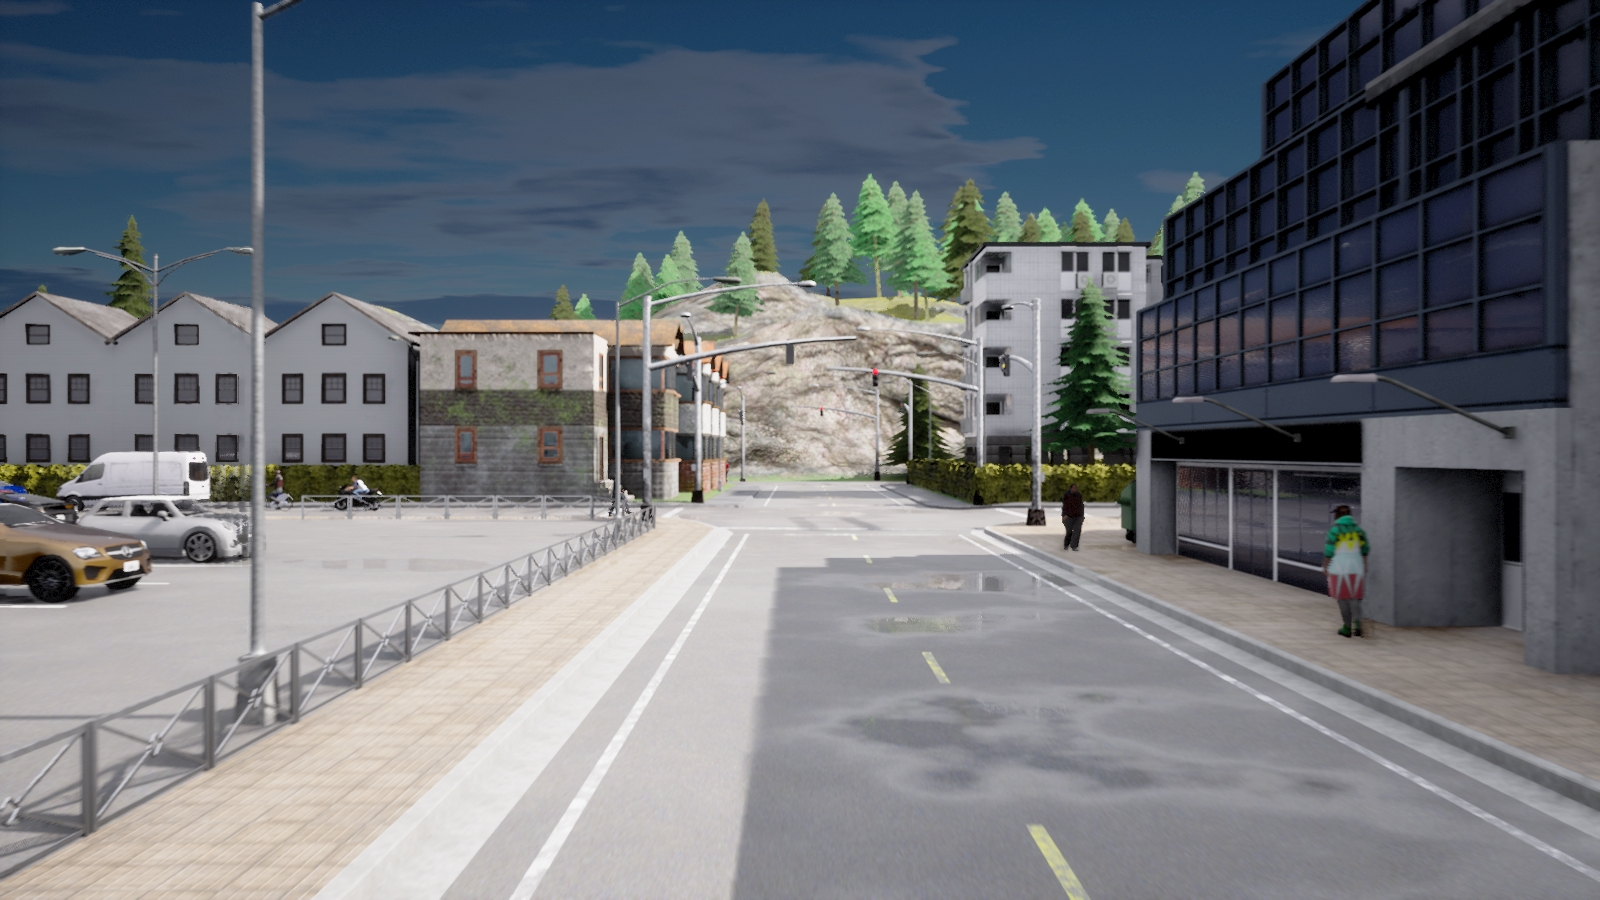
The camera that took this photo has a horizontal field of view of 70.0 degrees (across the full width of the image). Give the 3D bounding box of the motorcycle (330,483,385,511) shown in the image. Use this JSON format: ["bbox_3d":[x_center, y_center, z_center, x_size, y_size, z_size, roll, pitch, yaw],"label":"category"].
[{"bbox_3d":[-18.947,2.018,48.911,2.033,1.145,0.803,0,0,0],"label":"motorcycle"}]

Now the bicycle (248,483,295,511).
[{"bbox_3d":[-22.639,2.016,48.966,1.835,1.171,0.329,0,0,0],"label":"bicycle"}]

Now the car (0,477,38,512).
[{"bbox_3d":[-35.670,1.887,48.953,4.674,1.442,2.002,0,0,0],"label":"car"}]

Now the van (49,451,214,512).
[{"bbox_3d":[-28.567,1.340,48.920,5.915,2.561,1.988,0,0,0],"label":"van"}]

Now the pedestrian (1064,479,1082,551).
[{"bbox_3d":[7.076,1.677,29.611,0.375,1.860,0.375,0,0,-5],"label":"pedestrian"}]

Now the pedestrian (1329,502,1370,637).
[{"bbox_3d":[7.747,1.675,16.114,0.375,1.860,0.375,0,0,-4],"label":"pedestrian"}]

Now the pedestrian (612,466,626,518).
[{"bbox_3d":[-6.548,1.503,41.397,0.375,1.860,0.375,0,0,12],"label":"pedestrian"}]
